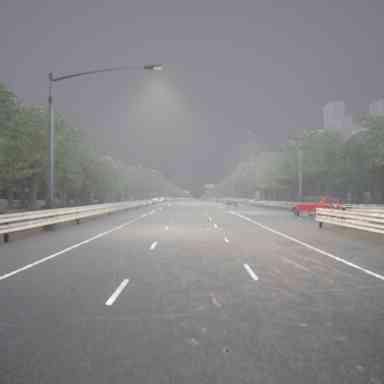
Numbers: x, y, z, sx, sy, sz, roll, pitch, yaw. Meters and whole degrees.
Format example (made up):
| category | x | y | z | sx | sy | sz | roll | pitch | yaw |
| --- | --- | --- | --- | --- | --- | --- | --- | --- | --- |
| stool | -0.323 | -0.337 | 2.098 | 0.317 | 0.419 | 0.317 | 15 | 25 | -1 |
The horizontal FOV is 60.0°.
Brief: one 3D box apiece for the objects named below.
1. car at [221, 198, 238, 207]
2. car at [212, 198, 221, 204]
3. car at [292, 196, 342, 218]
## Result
| category | x | y | z | sx | sy | sz | roll | pitch | yaw |
| --- | --- | --- | --- | --- | --- | --- | --- | --- | --- |
| car | 7.124 | 1.937 | 61.072 | 1.812 | 1.442 | 4.674 | 0 | 0 | -4 |
| car | 7.046 | 2.238 | 84.641 | 2.128 | 1.511 | 4.902 | 0 | -1 | 0 |
| car | 12.303 | 1.459 | 33.110 | 2.150 | 2.045 | 5.566 | 0 | -1 | -19 |
